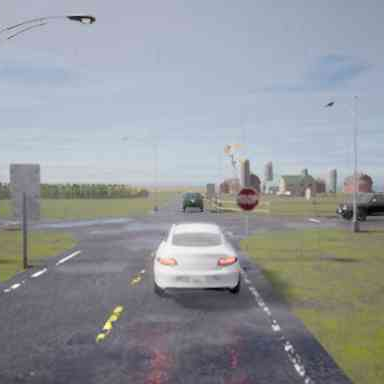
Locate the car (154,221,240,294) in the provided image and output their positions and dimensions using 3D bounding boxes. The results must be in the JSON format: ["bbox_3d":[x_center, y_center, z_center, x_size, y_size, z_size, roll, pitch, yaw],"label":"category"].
[{"bbox_3d":[0.101,1.476,8.513,1.812,1.442,4.674,0,0,0],"label":"car"}]

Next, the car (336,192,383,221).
[{"bbox_3d":[13.664,1.054,24.624,5.566,2.045,2.150,0,1,-2],"label":"car"}]

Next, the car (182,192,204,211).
[{"bbox_3d":[0.100,1.013,36.629,2.150,2.045,5.566,0,0,0],"label":"car"}]
